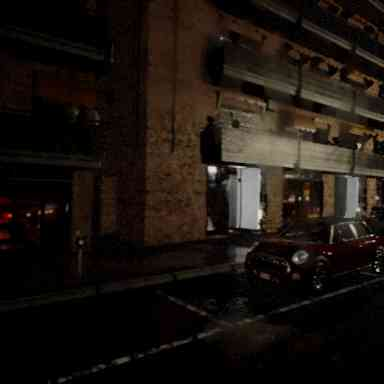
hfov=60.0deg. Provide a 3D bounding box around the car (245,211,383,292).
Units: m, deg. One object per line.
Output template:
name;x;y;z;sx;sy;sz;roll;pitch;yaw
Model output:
car;3.341;1.438;8.929;4.097;1.590;1.967;0;1;-36

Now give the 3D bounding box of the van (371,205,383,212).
van;7.977;1.337;12.241;3.998;1.788;1.690;0;1;-36
